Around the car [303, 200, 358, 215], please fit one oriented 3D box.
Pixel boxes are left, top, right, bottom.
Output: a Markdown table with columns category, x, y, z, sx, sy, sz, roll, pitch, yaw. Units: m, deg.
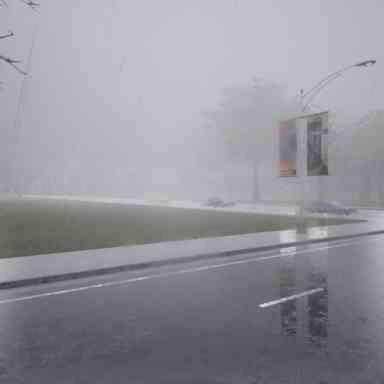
| category | x | y | z | sx | sy | sz | roll | pitch | yaw |
| --- | --- | --- | --- | --- | --- | --- | --- | --- | --- |
| car | 13.771 | 1.547 | 33.732 | 2.033 | 1.411 | 5.357 | 0 | 0 | -36 |

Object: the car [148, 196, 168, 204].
| category | x | y | z | sx | sy | sz | roll | pitch | yaw |
| --- | --- | --- | --- | --- | --- | --- | --- | --- | --- |
| car | -6.305 | 1.425 | 61.346 | 1.882 | 1.535 | 5.008 | 0 | 0 | -36 |

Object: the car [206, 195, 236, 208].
| category | x | y | z | sx | sy | sz | roll | pitch | yaw |
| --- | --- | --- | --- | --- | --- | --- | --- | --- | --- |
| car | 4.089 | 1.297 | 46.980 | 2.097 | 1.767 | 4.553 | 0 | 0 | -36 |
